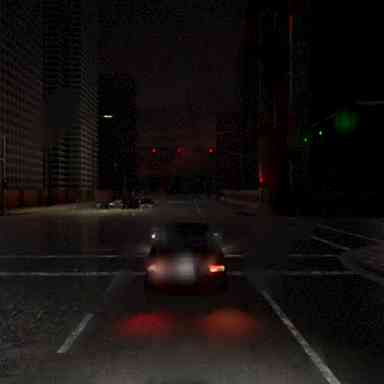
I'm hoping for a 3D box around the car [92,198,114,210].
[{"bbox_3d":[-11.529,1.491,43.337,2.128,1.511,4.902,0,0,0],"label":"car"}]

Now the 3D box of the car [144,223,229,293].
[{"bbox_3d":[-0.171,1.547,8.996,2.033,1.411,5.357,0,0,-1],"label":"car"}]

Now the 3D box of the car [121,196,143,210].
[{"bbox_3d":[-8.031,1.501,43.624,1.837,1.490,4.892,0,1,0],"label":"car"}]

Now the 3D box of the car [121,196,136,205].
[{"bbox_3d":[-11.547,1.506,60.738,1.837,1.490,4.892,0,-1,0],"label":"car"}]

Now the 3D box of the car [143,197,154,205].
[{"bbox_3d":[-8.049,1.600,60.315,1.895,1.301,4.718,0,0,0],"label":"car"}]
